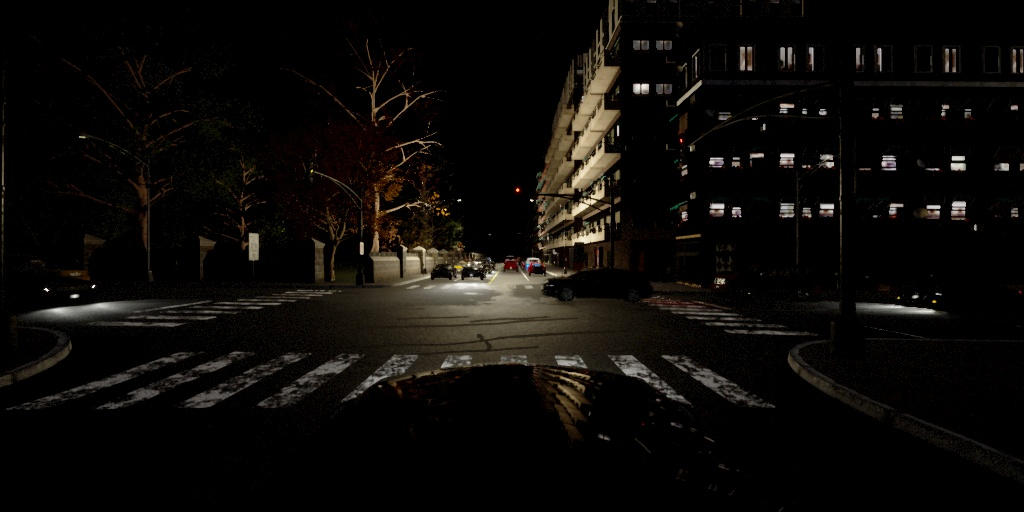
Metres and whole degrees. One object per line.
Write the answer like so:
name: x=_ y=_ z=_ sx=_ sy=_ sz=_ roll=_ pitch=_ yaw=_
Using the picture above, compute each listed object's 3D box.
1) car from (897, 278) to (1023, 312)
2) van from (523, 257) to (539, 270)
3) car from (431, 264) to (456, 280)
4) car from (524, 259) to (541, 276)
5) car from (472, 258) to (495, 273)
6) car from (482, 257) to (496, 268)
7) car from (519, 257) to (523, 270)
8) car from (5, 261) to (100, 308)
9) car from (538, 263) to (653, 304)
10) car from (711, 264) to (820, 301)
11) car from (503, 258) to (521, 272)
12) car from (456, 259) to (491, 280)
car: x=20.543 y=1.721 z=16.515 sx=4.181 sy=1.385 sz=1.994 roll=1 pitch=0 yaw=-1
van: x=2.472 y=1.115 z=42.541 sx=1.690 sy=1.789 sz=3.998 roll=0 pitch=0 yaw=0
car: x=-5.847 y=1.329 z=31.235 sx=1.948 sy=1.339 sz=4.313 roll=0 pitch=0 yaw=0
car: x=2.503 y=1.314 z=36.910 sx=1.888 sy=1.381 sz=4.507 roll=0 pitch=0 yaw=0
car: x=-3.307 y=1.278 z=41.364 sx=1.837 sy=1.490 sz=4.892 roll=0 pitch=0 yaw=0
car: x=-3.357 y=1.278 z=51.776 sx=2.128 sy=1.511 sz=4.902 roll=0 pitch=0 yaw=0
car: x=2.411 y=1.229 z=53.801 sx=1.967 sy=1.591 sz=4.097 roll=0 pitch=0 yaw=0
car: x=-18.225 y=0.996 z=12.736 sx=5.357 sy=1.411 sz=2.033 roll=1 pitch=0 yaw=-1
car: x=3.799 y=1.282 z=16.262 sx=4.892 sy=1.490 sz=1.837 roll=2 pitch=0 yaw=-1
car: x=13.359 y=1.353 z=18.998 sx=5.009 sy=1.841 sz=2.192 roll=0 pitch=0 yaw=-1
car: x=-0.148 y=1.307 z=48.040 sx=1.812 sy=1.442 sz=4.674 roll=0 pitch=0 yaw=0
car: x=-3.250 y=1.255 z=31.066 sx=2.128 sy=1.511 sz=4.902 roll=0 pitch=0 yaw=0
